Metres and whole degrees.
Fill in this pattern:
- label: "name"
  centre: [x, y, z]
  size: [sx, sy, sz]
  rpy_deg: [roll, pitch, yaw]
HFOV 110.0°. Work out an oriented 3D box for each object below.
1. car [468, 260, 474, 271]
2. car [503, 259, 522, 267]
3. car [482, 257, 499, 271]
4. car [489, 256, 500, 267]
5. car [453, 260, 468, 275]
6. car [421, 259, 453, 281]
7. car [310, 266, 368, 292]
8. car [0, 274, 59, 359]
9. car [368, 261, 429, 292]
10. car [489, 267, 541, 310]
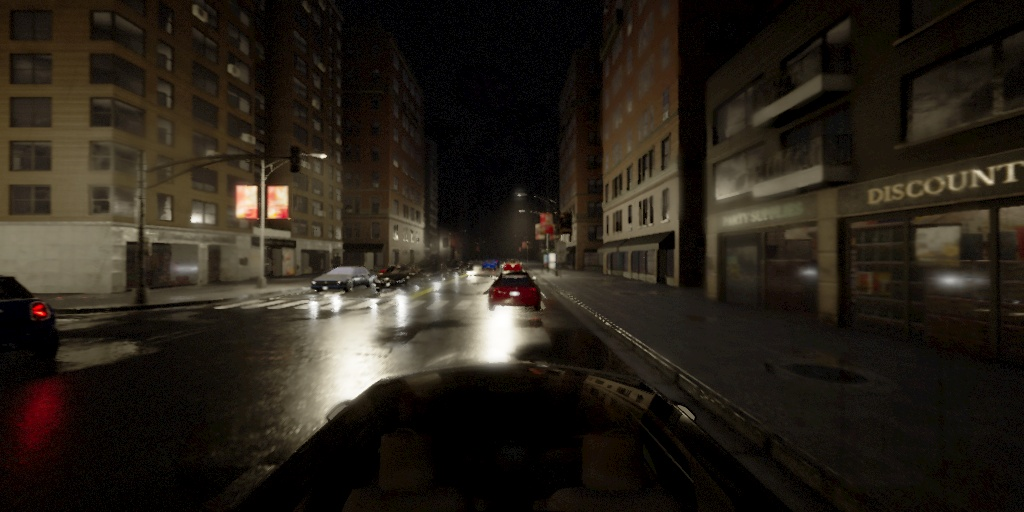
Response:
- label: "car"
  centre: [-6.504, 1.312, 50.602]
  size: [1.837, 1.490, 4.892]
  rpy_deg: [0, 0, 0]
- label: "car"
  centre: [0.097, 1.144, 40.987]
  size: [2.097, 1.767, 4.553]
  rpy_deg: [0, 0, 0]
- label: "car"
  centre: [-3.254, 1.287, 52.063]
  size: [1.882, 1.535, 5.008]
  rpy_deg: [0, 0, 0]
- label: "car"
  centre: [-3.256, 1.043, 62.516]
  size: [2.150, 2.045, 5.566]
  rpy_deg: [0, 0, 0]
- label: "car"
  centre: [-6.521, 1.298, 40.570]
  size: [1.837, 1.490, 4.892]
  rpy_deg: [0, 0, 1]
- label: "car"
  centre: [-6.588, 1.285, 30.586]
  size: [1.837, 1.490, 4.892]
  rpy_deg: [0, 0, 0]
- label: "car"
  centre: [-9.852, 1.317, 21.561]
  size: [2.033, 1.411, 5.357]
  rpy_deg: [0, 0, 0]
- label: "car"
  centre: [-11.064, 1.105, 6.890]
  size: [4.553, 1.767, 2.097]
  rpy_deg: [0, 0, 25]
- label: "car"
  centre: [-6.599, 1.275, 21.474]
  size: [1.837, 1.490, 4.892]
  rpy_deg: [0, 0, 0]
- label: "car"
  centre: [0.098, 1.327, 14.812]
  size: [1.994, 1.385, 4.181]
  rpy_deg: [0, 0, 0]
